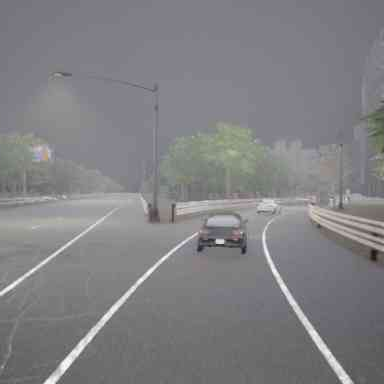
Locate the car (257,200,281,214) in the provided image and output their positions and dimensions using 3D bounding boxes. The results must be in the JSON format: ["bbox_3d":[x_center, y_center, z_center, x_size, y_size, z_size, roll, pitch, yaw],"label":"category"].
[{"bbox_3d":[8.243,1.578,35.395,1.812,1.442,4.674,0,0,25],"label":"car"}]

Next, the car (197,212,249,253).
[{"bbox_3d":[1.359,1.546,13.762,1.812,1.442,4.674,0,0,10],"label":"car"}]
